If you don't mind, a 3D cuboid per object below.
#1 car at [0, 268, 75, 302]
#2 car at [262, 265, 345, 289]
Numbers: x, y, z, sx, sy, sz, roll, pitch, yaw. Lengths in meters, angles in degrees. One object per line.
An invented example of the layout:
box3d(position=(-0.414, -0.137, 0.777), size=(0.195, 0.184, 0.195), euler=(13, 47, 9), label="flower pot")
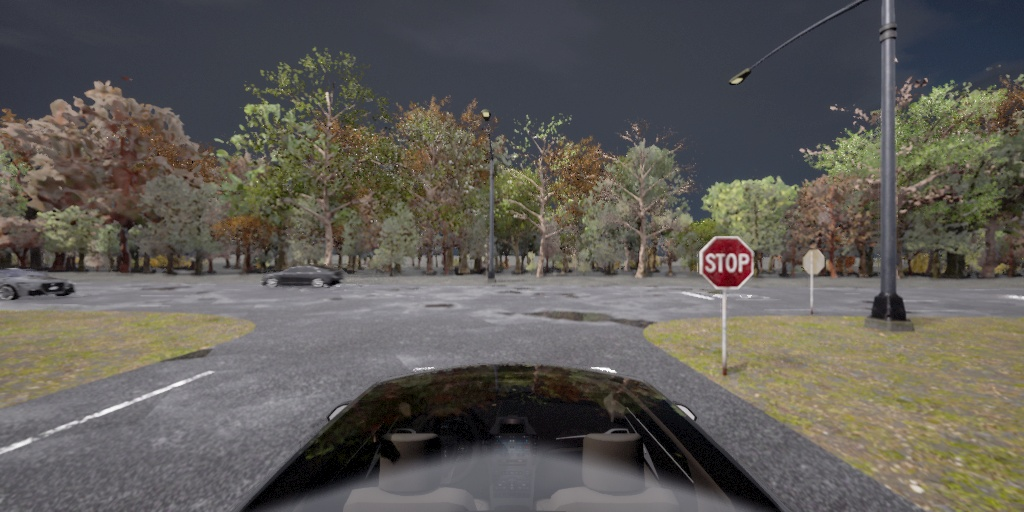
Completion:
box3d(position=(-22.734, 1.264, 16.272), size=(4.181, 1.385, 1.994), euler=(0, 0, 1), label="car")
box3d(position=(-13.377, 1.343, 23.081), size=(4.892, 1.490, 1.837), euler=(0, 0, 1), label="car")
